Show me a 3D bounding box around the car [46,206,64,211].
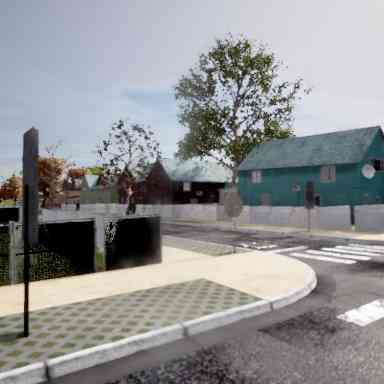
[{"bbox_3d":[-19.333,2.713,46.640,1.994,1.385,4.181,1,-2,-35],"label":"car"}]
